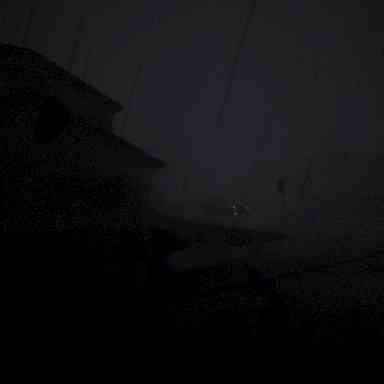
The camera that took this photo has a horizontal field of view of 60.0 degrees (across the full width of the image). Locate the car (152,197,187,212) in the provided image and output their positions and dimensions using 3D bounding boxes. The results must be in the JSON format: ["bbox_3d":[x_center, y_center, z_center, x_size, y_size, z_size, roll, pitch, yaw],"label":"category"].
[{"bbox_3d":[-3.043,1.352,38.478,2.097,1.767,4.553,0,0,-35],"label":"car"}]

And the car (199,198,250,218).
[{"bbox_3d":[3.060,1.351,29.838,2.097,1.767,4.553,0,0,-36],"label":"car"}]

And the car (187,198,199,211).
[{"bbox_3d":[0.251,1.526,41.040,1.812,1.442,4.674,0,0,-35],"label":"car"}]
